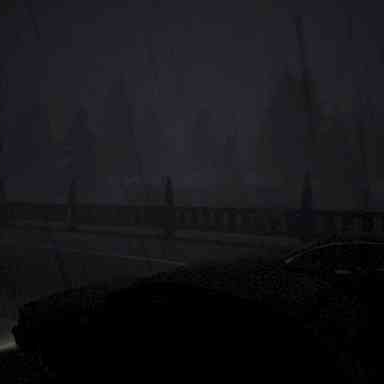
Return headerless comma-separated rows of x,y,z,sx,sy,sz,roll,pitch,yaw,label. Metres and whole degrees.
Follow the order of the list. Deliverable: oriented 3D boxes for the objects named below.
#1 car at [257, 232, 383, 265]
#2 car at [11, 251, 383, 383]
2.938,1.486,5.976,4.892,1.490,1.837,0,0,35,car
0.241,1.538,3.662,5.357,1.411,2.033,0,0,34,car
